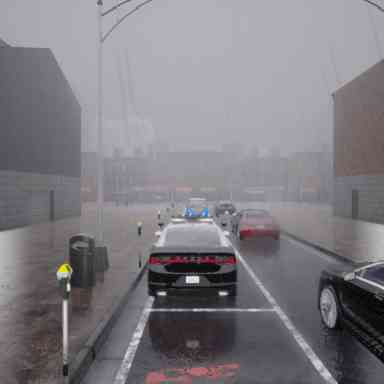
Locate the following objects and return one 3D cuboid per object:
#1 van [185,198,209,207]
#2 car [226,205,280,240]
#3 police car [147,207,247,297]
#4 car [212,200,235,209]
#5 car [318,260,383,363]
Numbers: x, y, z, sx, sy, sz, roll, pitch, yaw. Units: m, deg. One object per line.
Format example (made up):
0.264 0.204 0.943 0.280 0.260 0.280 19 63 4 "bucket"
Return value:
0.374 1.345 25.499 1.690 1.788 3.998 -1 0 0 "van"
3.120 1.563 17.115 1.994 1.385 4.181 0 0 0 "car"
0.012 1.424 8.761 1.930 1.638 5.238 0 0 0 "police car"
3.022 1.513 31.427 1.837 1.490 4.892 0 0 0 "car"
3.120 1.488 3.935 2.128 1.511 4.902 0 0 0 "car"
